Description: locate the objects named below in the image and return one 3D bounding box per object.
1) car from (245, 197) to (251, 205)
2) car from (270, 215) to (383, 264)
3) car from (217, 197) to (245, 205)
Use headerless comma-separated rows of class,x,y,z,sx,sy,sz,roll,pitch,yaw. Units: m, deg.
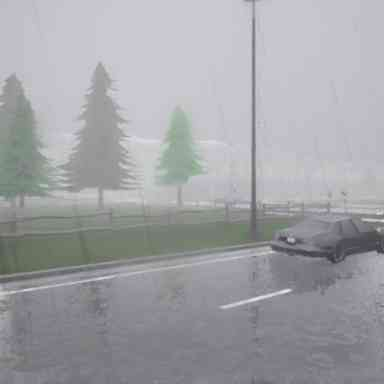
car,9.018,1.545,60.145,2.033,1.411,5.357,0,0,-35
car,5.158,1.547,11.824,5.357,1.411,2.033,0,0,-35
car,6.150,1.546,58.139,2.033,1.411,5.357,0,0,-35
